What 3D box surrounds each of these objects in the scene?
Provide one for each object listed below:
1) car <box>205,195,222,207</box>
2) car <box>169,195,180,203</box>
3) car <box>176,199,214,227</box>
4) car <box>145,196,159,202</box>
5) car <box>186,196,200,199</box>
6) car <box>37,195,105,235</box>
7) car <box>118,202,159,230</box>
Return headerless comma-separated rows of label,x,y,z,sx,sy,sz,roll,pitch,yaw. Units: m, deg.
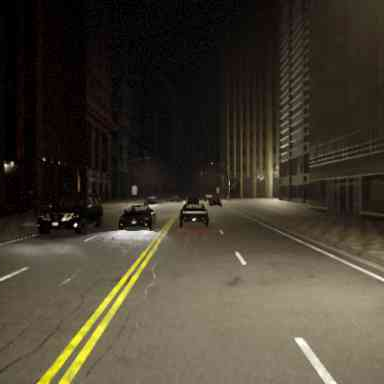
car,3.419,1.424,49.985,2.033,1.411,5.357,0,0,0
car,-3.184,1.351,62.359,2.033,1.411,5.357,0,0,1
car,0.132,1.463,22.722,2.128,1.511,4.902,0,0,0
car,-6.489,1.411,54.596,1.994,1.385,4.181,0,0,0
car,0.172,1.353,49.841,1.882,1.535,5.008,0,0,0
car,-6.573,1.199,18.776,2.150,2.045,5.566,0,0,0
car,-3.318,1.536,20.983,1.994,1.385,4.181,0,0,0
